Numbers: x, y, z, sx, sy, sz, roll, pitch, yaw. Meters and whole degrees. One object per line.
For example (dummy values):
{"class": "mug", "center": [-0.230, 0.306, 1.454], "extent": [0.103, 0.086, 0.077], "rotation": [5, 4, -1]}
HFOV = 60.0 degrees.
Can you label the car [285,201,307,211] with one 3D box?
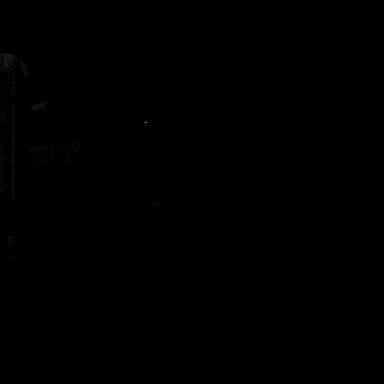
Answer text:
{"class": "car", "center": [15.334, 2.047, 49.092], "extent": [2.033, 1.411, 5.357], "rotation": [1, 0, 36]}
